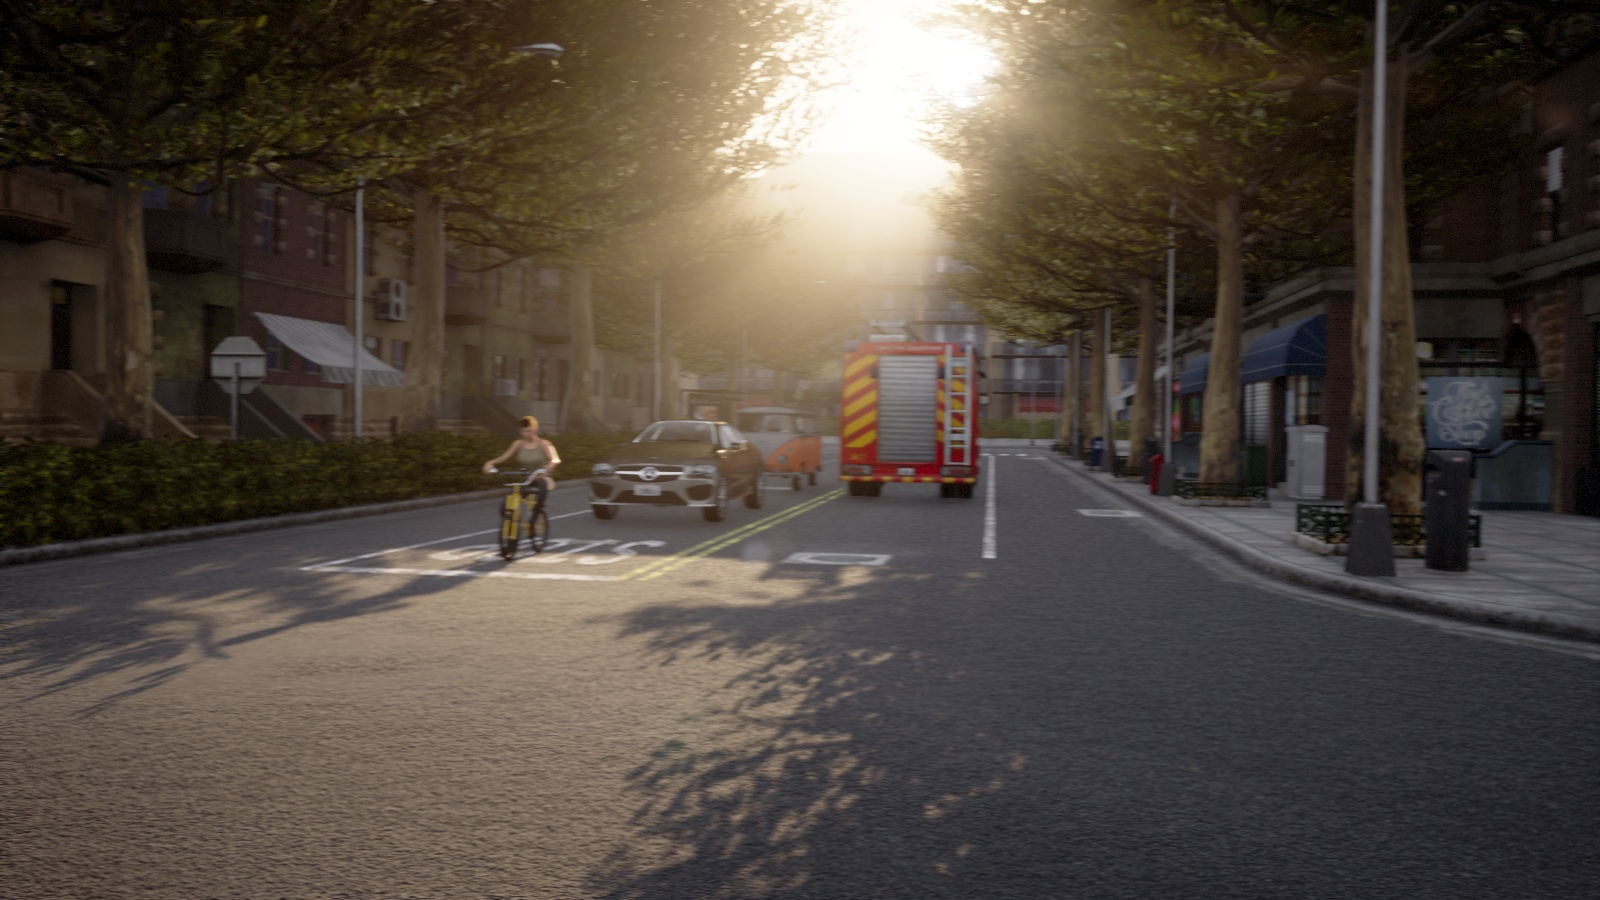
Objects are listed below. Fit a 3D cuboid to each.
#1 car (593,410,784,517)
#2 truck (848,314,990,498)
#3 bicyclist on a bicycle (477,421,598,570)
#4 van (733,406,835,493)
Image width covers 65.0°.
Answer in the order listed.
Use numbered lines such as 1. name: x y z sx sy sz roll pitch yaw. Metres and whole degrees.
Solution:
1. car: -1.771 0.168 21.979 2.152 1.651 5.027 0 1 9
2. truck: 3.126 -0.988 30.552 2.891 3.827 8.468 0 1 9
3. bicyclist on a bicycle: -2.974 0.483 14.414 0.866 1.612 1.509 0 1 9
4. van: -0.322 -0.048 31.116 1.775 1.987 4.442 0 1 9
